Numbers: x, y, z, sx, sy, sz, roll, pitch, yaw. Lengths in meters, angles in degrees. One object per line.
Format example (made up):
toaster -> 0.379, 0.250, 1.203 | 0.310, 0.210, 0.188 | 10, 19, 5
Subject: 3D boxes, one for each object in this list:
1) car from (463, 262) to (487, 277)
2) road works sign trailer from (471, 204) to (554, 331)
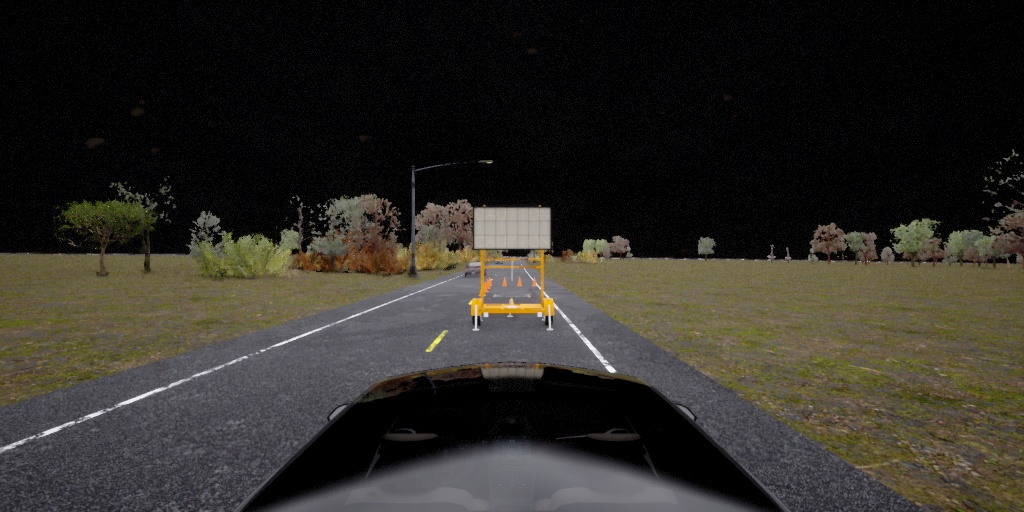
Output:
car -> -3.552, 1.295, 35.462 | 1.812, 1.442, 4.674 | 0, 0, 0
road works sign trailer -> 0.007, 0.218, 11.055 | 2.380, 3.560, 2.880 | 0, 0, -1
